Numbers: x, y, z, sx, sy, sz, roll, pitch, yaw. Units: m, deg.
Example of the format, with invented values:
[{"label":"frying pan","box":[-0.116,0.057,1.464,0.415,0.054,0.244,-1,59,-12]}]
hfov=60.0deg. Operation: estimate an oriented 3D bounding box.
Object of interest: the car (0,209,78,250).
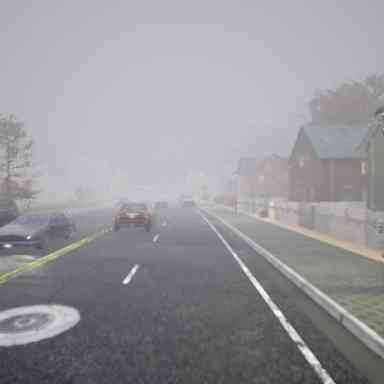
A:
[{"label":"car","box":[-6.736,1.587,14.785,2.033,1.411,5.357,0,0,-1]}]

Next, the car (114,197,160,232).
[{"label":"car","box":[-3.419,1.402,20.861,2.097,1.767,4.553,0,0,-1]}]

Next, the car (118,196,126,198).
[{"label":"car","box":[-11.546,1.522,55.440,2.097,1.767,4.553,0,0,-3]}]

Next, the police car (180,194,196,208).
[{"label":"police car","box":[-0.435,1.555,50.274,1.930,1.638,5.238,0,0,-3]}]

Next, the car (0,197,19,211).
[{"label":"car","box":[-9.998,1.266,15.201,2.150,2.045,5.566,0,0,-1]}]

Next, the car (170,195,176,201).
[{"label":"car","box":[-3.911,1.589,84.323,2.128,1.511,4.902,0,0,-6]}]

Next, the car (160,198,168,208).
[{"label":"car","box":[-4.535,1.662,49.550,1.812,1.442,4.674,0,0,-3]}]

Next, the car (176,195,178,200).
[{"label":"car","box":[-1.464,1.406,66.266,2.150,2.045,5.566,0,0,-4]}]

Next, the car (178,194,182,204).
[{"label":"car","box":[-1.040,1.512,60.182,2.097,1.767,4.553,0,0,-4]}]

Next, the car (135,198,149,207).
[{"label":"car","box":[-8.291,1.764,55.577,1.895,1.301,4.718,0,0,-3]}]
